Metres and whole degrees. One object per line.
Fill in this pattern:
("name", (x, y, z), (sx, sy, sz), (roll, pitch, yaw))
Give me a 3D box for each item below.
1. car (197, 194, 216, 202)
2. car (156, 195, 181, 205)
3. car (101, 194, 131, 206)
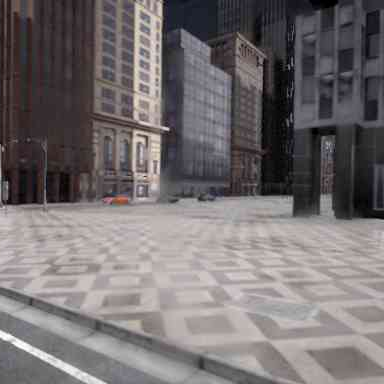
("car", (2.922, 1.257, 64.338), (1.837, 1.490, 4.892), (1, 1, 35))
("car", (-3.793, 1.305, 54.773), (1.837, 1.490, 4.892), (1, 0, 36))
("car", (-11.337, 1.135, 49.506), (2.097, 1.767, 4.553), (1, 1, 35))
